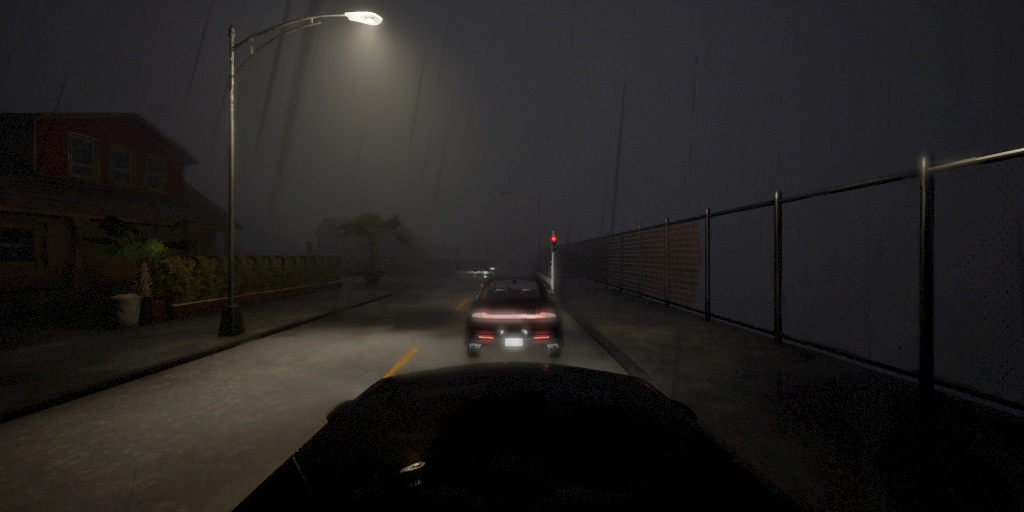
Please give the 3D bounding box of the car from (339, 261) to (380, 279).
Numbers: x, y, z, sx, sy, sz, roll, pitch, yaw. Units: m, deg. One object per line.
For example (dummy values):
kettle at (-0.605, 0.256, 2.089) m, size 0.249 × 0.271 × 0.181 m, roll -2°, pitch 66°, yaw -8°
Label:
car at (-14.582, 1.242, 32.675) m, size 4.902 × 1.511 × 2.128 m, roll 0°, pitch 0°, yaw 2°

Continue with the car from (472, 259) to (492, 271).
car at (-4.113, 1.313, 47.284) m, size 1.994 × 1.385 × 4.181 m, roll 0°, pitch 0°, yaw 0°

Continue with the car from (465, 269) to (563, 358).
car at (0.052, 1.242, 8.472) m, size 2.128 × 1.511 × 4.902 m, roll 0°, pitch 0°, yaw 0°

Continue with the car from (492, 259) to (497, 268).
car at (-4.092, 1.256, 62.281) m, size 1.837 × 1.490 × 4.892 m, roll 0°, pitch 0°, yaw 0°
